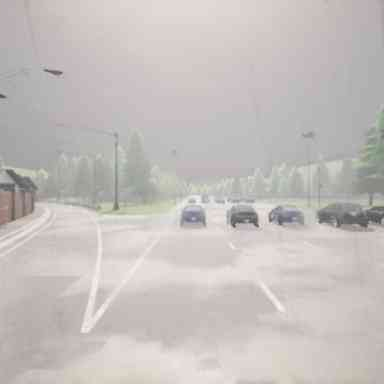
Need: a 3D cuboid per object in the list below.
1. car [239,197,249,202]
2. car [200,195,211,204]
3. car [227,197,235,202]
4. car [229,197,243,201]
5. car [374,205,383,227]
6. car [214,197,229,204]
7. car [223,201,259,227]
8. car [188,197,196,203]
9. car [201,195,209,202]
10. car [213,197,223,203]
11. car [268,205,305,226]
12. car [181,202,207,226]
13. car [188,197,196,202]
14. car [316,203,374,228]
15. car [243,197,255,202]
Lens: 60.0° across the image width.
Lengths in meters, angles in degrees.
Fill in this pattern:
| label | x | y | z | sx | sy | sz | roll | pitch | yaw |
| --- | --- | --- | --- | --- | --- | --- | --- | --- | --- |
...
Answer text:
| label | x | y | z | sx | sy | sz | roll | pitch | yaw |
| --- | --- | --- | --- | --- | --- | --- | --- | --- | --- |
| car | 14.016 | 2.007 | 89.993 | 1.837 | 1.490 | 4.892 | 0 | 0 | 0 |
| car | 3.514 | 2.153 | 80.823 | 1.994 | 1.385 | 4.181 | 0 | 0 | 0 |
| car | 10.516 | 2.007 | 89.993 | 1.837 | 1.490 | 4.892 | 0 | 0 | 0 |
| car | 10.514 | 2.100 | 80.822 | 1.837 | 1.490 | 4.892 | 0 | 0 | 0 |
| car | 14.105 | 1.687 | 24.279 | 1.837 | 1.490 | 4.892 | 0 | 0 | 0 |
| car | 7.014 | 2.125 | 80.823 | 2.128 | 1.511 | 4.902 | 0 | 0 | 0 |
| car | 3.605 | 1.688 | 24.287 | 1.837 | 1.490 | 4.892 | 0 | 0 | 0 |
| car | 0.016 | 2.033 | 89.995 | 2.128 | 1.511 | 4.902 | 0 | 0 | 0 |
| car | 3.516 | 1.733 | 90.026 | 2.150 | 2.045 | 5.566 | 0 | 0 | 0 |
| car | 7.016 | 2.032 | 89.994 | 2.128 | 1.511 | 4.902 | 0 | 0 | 0 |
| car | 7.105 | 1.716 | 25.293 | 1.812 | 1.442 | 4.674 | 0 | 0 | 0 |
| car | 0.105 | 1.716 | 25.325 | 1.812 | 1.442 | 4.674 | 0 | 0 | 0 |
| car | 0.014 | 2.126 | 80.824 | 2.128 | 1.511 | 4.902 | 0 | 0 | 0 |
| car | 10.603 | 1.532 | 23.918 | 2.097 | 1.767 | 4.553 | 0 | 0 | 0 |
| car | 14.014 | 2.078 | 80.822 | 1.882 | 1.535 | 5.008 | 0 | 0 | 0 |
